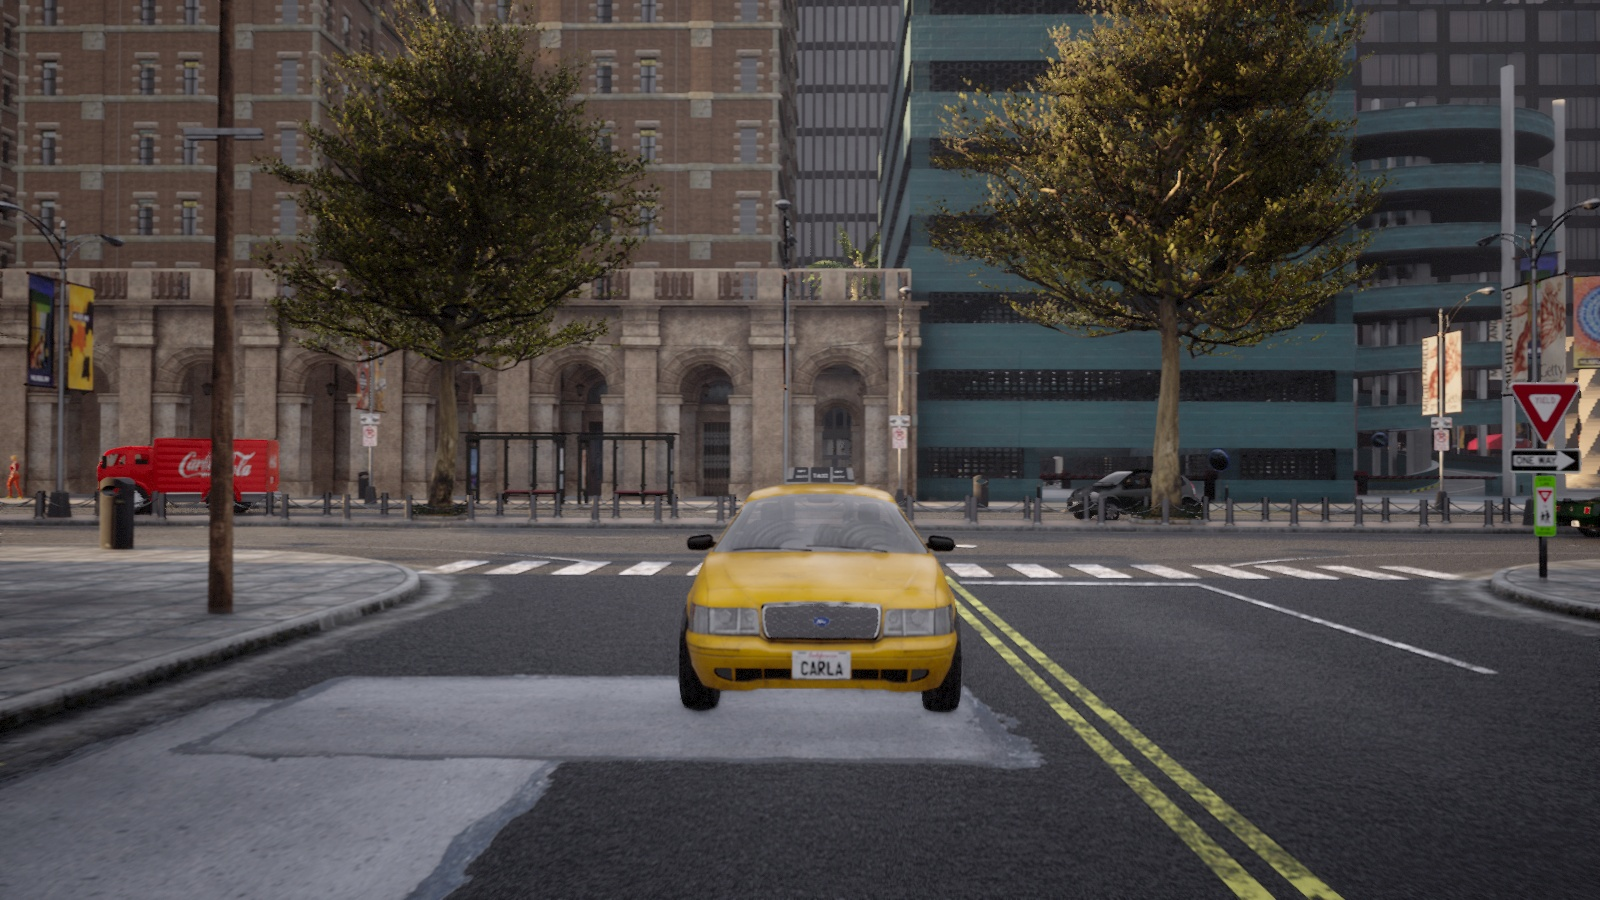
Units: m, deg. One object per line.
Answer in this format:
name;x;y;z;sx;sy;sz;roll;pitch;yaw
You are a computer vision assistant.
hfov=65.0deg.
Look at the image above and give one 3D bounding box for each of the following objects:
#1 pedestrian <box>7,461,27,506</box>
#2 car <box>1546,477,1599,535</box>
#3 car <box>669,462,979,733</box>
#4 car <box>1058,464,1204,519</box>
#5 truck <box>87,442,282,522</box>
pedestrian;-32.296;1.373;51.775;0.594;1.836;0.345;0;-1;2
car;20.386;1.285;29.374;4.718;1.301;1.895;0;-1;2
car;0.175;0.902;10.012;1.801;1.575;5.366;0;-1;1
car;10.228;1.264;38.857;3.988;1.617;1.851;0;-1;-18
truck;-19.832;1.017;40.735;5.204;2.467;2.627;0;-1;-12
